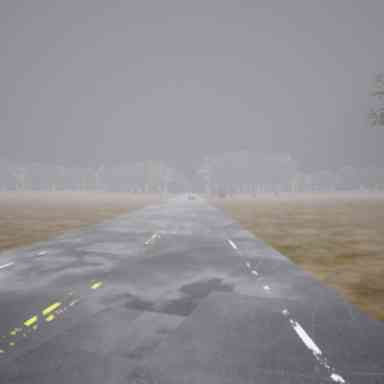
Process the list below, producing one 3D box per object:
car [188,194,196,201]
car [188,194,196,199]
[{"bbox_3d":[-0.018,1.398,84.032,1.812,1.442,4.674,0,0,0],"label":"car"},{"bbox_3d":[-0.020,1.266,94.052,2.033,1.411,5.357,0,0,0],"label":"car"}]
